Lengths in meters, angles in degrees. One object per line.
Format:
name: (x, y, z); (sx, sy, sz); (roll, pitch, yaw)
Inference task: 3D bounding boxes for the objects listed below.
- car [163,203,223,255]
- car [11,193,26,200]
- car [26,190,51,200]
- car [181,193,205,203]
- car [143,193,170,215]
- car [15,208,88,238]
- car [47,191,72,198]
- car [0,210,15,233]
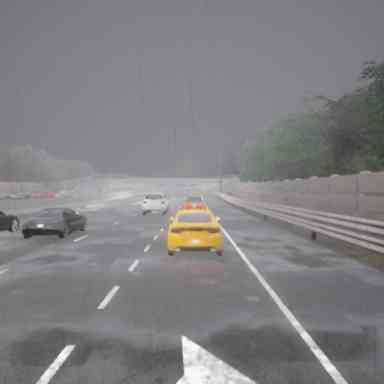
car: (0.114, 1.426, 13.143); (1.882, 1.535, 5.008); (0, 0, 0)
car: (-31.141, 0.956, 61.523); (2.033, 1.411, 5.357); (0, 1, 1)
car: (-27.645, 0.642, 61.453); (2.150, 2.045, 5.566); (0, 1, 1)
car: (0.189, 1.228, 31.172); (2.097, 1.767, 4.553); (0, 0, 0)
car: (-3.407, 1.093, 32.381); (2.150, 2.045, 5.566); (0, 0, 0)
car: (-6.875, 1.496, 17.093); (1.994, 1.385, 4.181); (0, 0, 0)
car: (-20.779, 1.088, 53.545); (2.128, 1.511, 4.902); (0, 1, 1)
car: (-10.378, 1.439, 16.307); (1.837, 1.490, 4.892); (0, 0, 0)
